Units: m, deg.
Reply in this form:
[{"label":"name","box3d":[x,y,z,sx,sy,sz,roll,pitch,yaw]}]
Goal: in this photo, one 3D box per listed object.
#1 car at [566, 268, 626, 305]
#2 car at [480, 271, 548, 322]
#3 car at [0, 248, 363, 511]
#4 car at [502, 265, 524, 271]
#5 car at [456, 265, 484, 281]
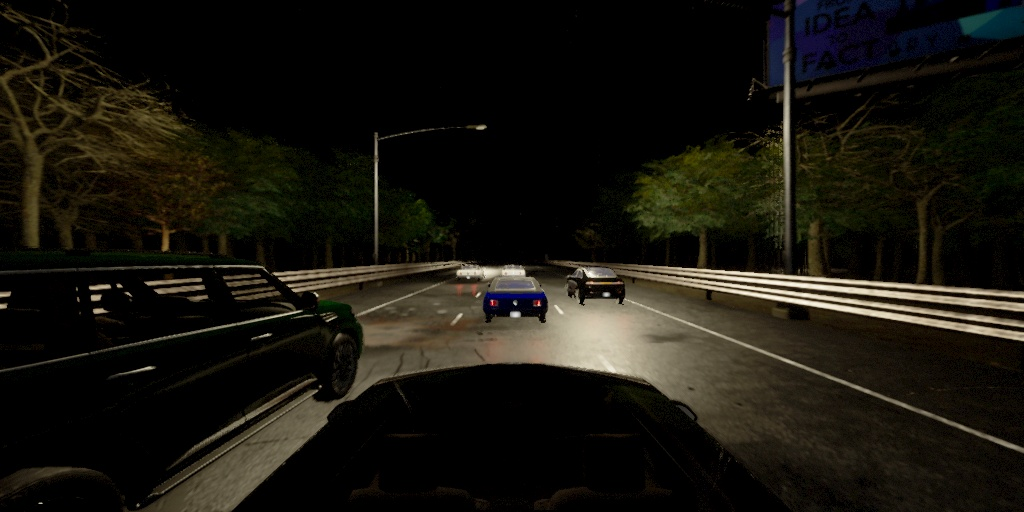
[{"label":"car","box3d":[3.600,1.256,16.081,2.128,1.511,4.902,0,0,0]},{"label":"car","box3d":[0.101,1.361,12.323,1.895,1.301,4.718,0,0,0]},{"label":"car","box3d":[-3.402,0.973,3.270,2.150,2.045,5.566,0,0,0]},{"label":"car","box3d":[0.102,1.393,30.042,1.895,1.301,4.718,0,0,0]},{"label":"car","box3d":[-3.405,1.394,30.118,1.895,1.301,4.718,0,0,0]}]
